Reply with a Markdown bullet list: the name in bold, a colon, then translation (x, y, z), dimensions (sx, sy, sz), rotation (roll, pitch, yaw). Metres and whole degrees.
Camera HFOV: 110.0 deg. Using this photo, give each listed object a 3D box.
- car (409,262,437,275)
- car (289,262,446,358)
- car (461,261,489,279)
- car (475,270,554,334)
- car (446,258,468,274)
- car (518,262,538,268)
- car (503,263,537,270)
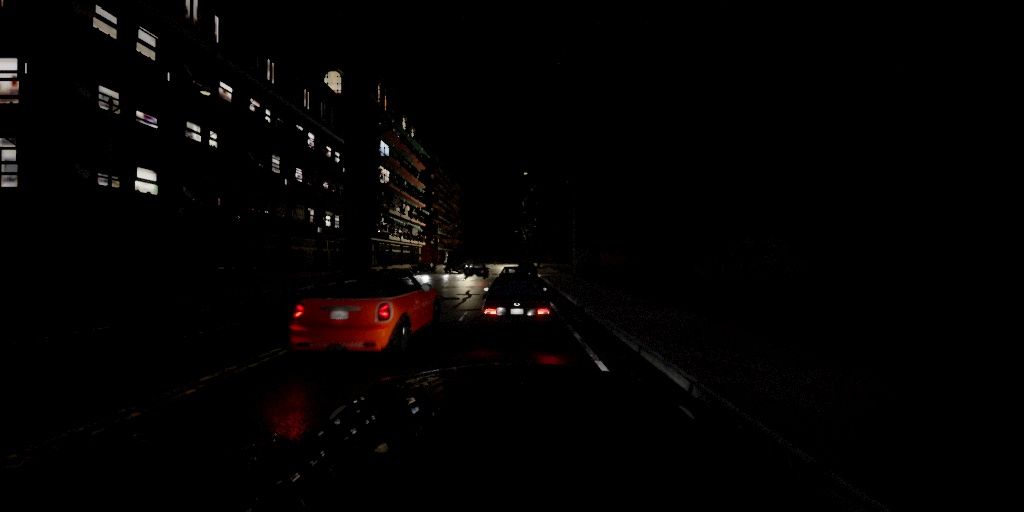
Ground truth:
- **car**: translation (-9.818, 1.354, 39.818), dimensions (1.895, 1.301, 4.718), rotation (0, 0, 0)
- **car**: translation (-3.144, 1.103, 8.669), dimensions (2.097, 1.767, 4.553), rotation (0, 0, 0)
- **car**: translation (-3.124, 1.355, 32.414), dimensions (1.895, 1.301, 4.718), rotation (0, 0, 0)
- **car**: translation (0.110, 1.299, 10.593), dimensions (2.033, 1.411, 5.357), rotation (0, 0, 0)
- **car**: translation (-6.567, 1.258, 41.446), dimensions (1.837, 1.490, 4.892), rotation (0, 0, 0)
- **car**: translation (1.163, 1.259, 30.722), dimensions (1.837, 1.490, 4.892), rotation (0, 0, 0)
- **car**: translation (0.116, 1.300, 20.955), dimensions (2.033, 1.411, 5.357), rotation (0, 0, 0)
